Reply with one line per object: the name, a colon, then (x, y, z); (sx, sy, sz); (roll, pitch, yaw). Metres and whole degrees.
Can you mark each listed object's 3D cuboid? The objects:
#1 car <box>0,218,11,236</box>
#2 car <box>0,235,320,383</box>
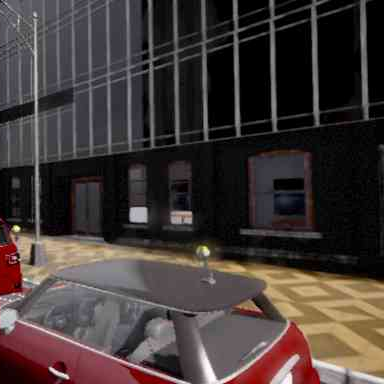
car: (-5.452, 1.342, 6.776); (5.009, 1.841, 2.192); (0, -1, 35)
car: (-0.909, 1.449, 3.539); (4.097, 1.590, 1.967); (0, -1, 35)
